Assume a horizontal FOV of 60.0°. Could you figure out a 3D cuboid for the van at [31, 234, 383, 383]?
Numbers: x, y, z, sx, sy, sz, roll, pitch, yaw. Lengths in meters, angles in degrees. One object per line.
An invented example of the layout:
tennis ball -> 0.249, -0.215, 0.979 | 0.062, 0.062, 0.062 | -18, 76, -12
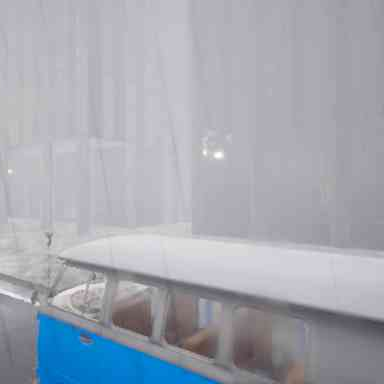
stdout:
van -> 0.335, 1.342, 2.728 | 3.998, 1.788, 1.690 | 0, 0, 35
